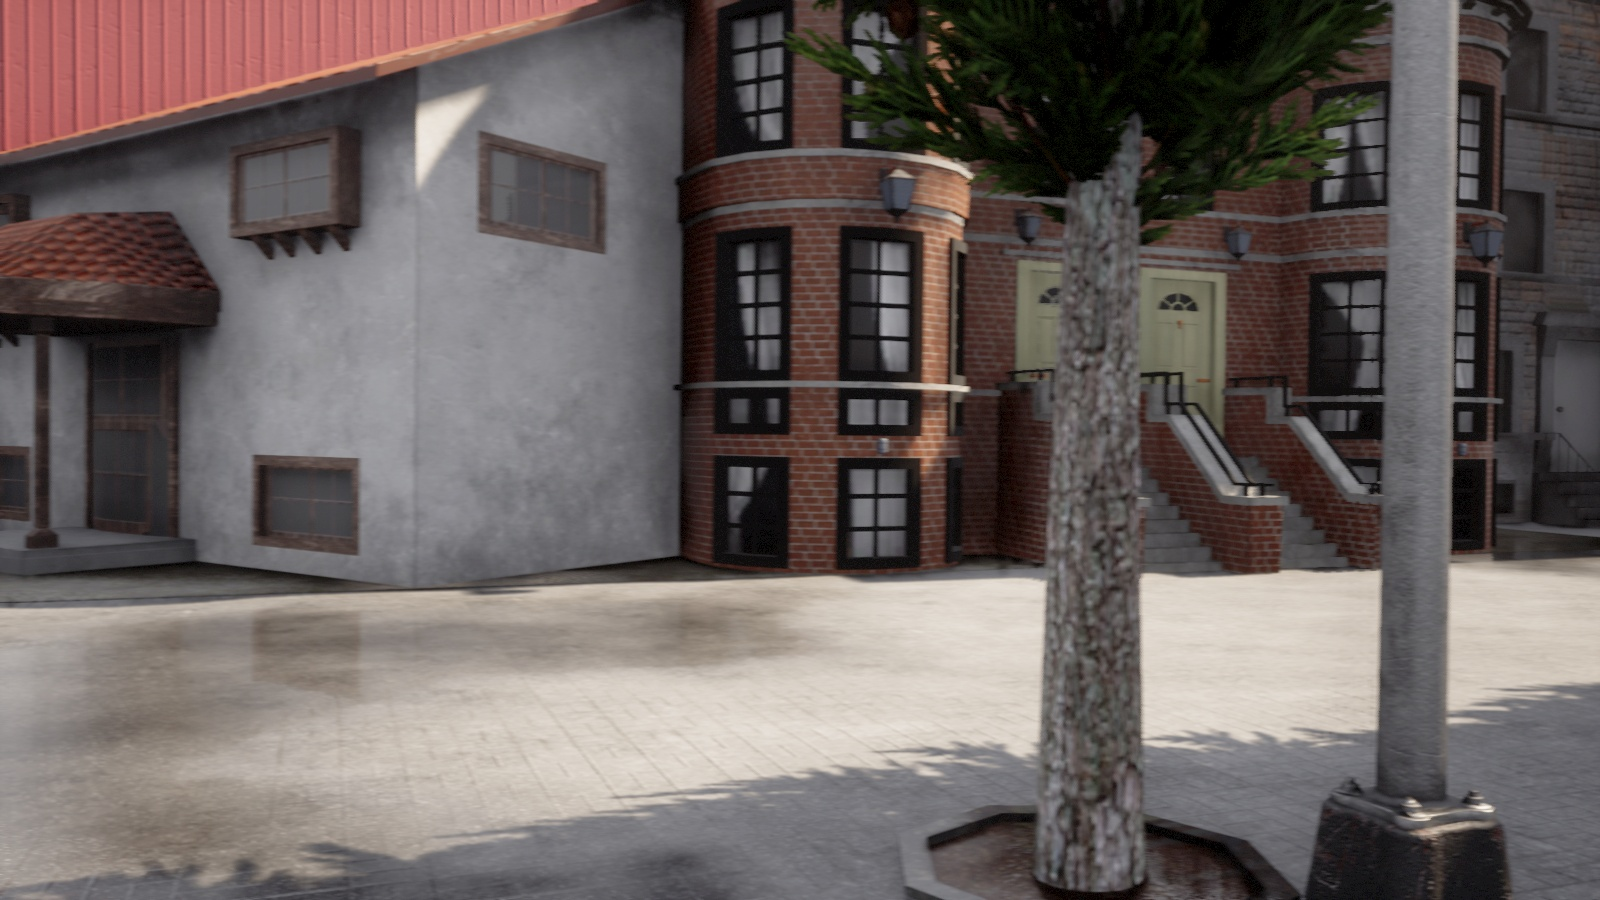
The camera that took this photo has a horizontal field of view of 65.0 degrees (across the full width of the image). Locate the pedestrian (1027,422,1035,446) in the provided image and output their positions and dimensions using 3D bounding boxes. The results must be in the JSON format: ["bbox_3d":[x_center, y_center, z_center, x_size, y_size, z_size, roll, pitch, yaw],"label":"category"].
[{"bbox_3d":[17.710,-1.254,96.183,0.331,1.846,0.636,-1,1,-22],"label":"pedestrian"}]
